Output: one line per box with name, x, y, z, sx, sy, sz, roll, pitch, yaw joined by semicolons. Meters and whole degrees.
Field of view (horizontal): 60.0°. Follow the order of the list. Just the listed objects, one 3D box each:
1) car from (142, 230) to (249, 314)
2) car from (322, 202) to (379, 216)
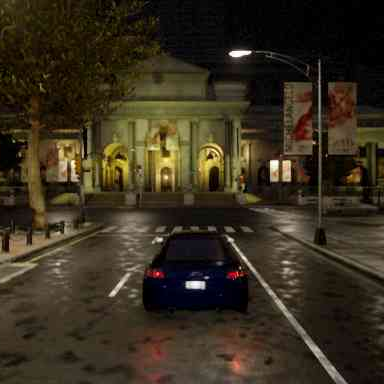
car;0.076;1.562;7.717;1.994;1.385;4.181;0;0;0
car;15.042;1.593;31.698;4.718;1.301;1.895;0;0;2
